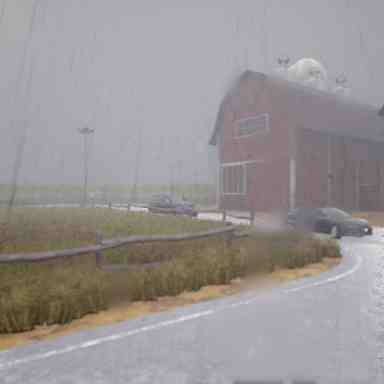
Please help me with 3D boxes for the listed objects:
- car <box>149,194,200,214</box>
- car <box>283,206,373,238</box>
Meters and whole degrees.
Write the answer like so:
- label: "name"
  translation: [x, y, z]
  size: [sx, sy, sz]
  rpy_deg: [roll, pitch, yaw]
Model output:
- label: "car"
  translation: [-1.684, 1.228, 29.335]
  size: [2.150, 2.045, 5.566]
  rpy_deg: [0, 0, -38]
- label: "car"
  translation: [6.886, 1.511, 17.418]
  size: [1.837, 1.490, 4.892]
  rpy_deg: [0, 0, -27]
